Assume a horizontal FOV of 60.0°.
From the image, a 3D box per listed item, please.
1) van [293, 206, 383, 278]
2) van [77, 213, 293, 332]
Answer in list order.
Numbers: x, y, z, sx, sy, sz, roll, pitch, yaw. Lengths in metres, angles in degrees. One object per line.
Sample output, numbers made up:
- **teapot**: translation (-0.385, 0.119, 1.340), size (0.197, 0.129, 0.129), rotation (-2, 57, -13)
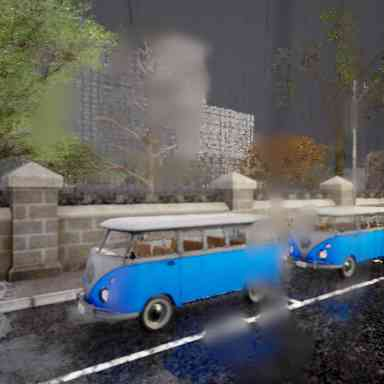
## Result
- **van**: translation (4.535, 1.334, 9.788), size (3.998, 1.788, 1.690), rotation (0, 0, -35)
- **van**: translation (-0.049, 1.338, 6.521), size (3.998, 1.788, 1.690), rotation (0, 0, -35)
